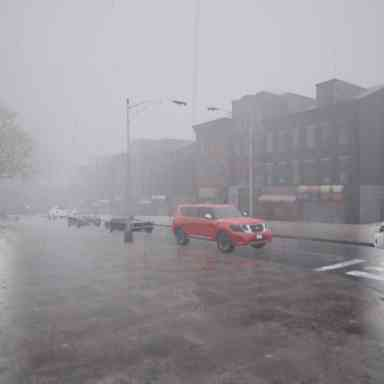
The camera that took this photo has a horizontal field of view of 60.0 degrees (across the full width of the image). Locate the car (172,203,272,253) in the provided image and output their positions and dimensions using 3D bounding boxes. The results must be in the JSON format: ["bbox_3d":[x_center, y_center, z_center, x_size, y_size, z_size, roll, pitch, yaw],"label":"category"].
[{"bbox_3d":[1.160,1.566,15.837,2.150,2.045,5.566,0,-2,-35],"label":"car"}]

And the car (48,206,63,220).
[{"bbox_3d":[-20.667,3.198,51.490,2.150,2.045,5.566,0,-2,-36],"label":"car"}]

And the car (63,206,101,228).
[{"bbox_3d":[-10.491,2.441,32.167,2.097,1.767,4.553,0,-2,-35],"label":"car"}]

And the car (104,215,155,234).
[{"bbox_3d":[-4.556,2.291,23.841,1.895,1.301,4.718,0,-2,-36],"label":"car"}]

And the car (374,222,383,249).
[{"bbox_3d":[8.764,1.267,10.257,2.150,2.045,5.566,0,-1,-36],"label":"car"}]
